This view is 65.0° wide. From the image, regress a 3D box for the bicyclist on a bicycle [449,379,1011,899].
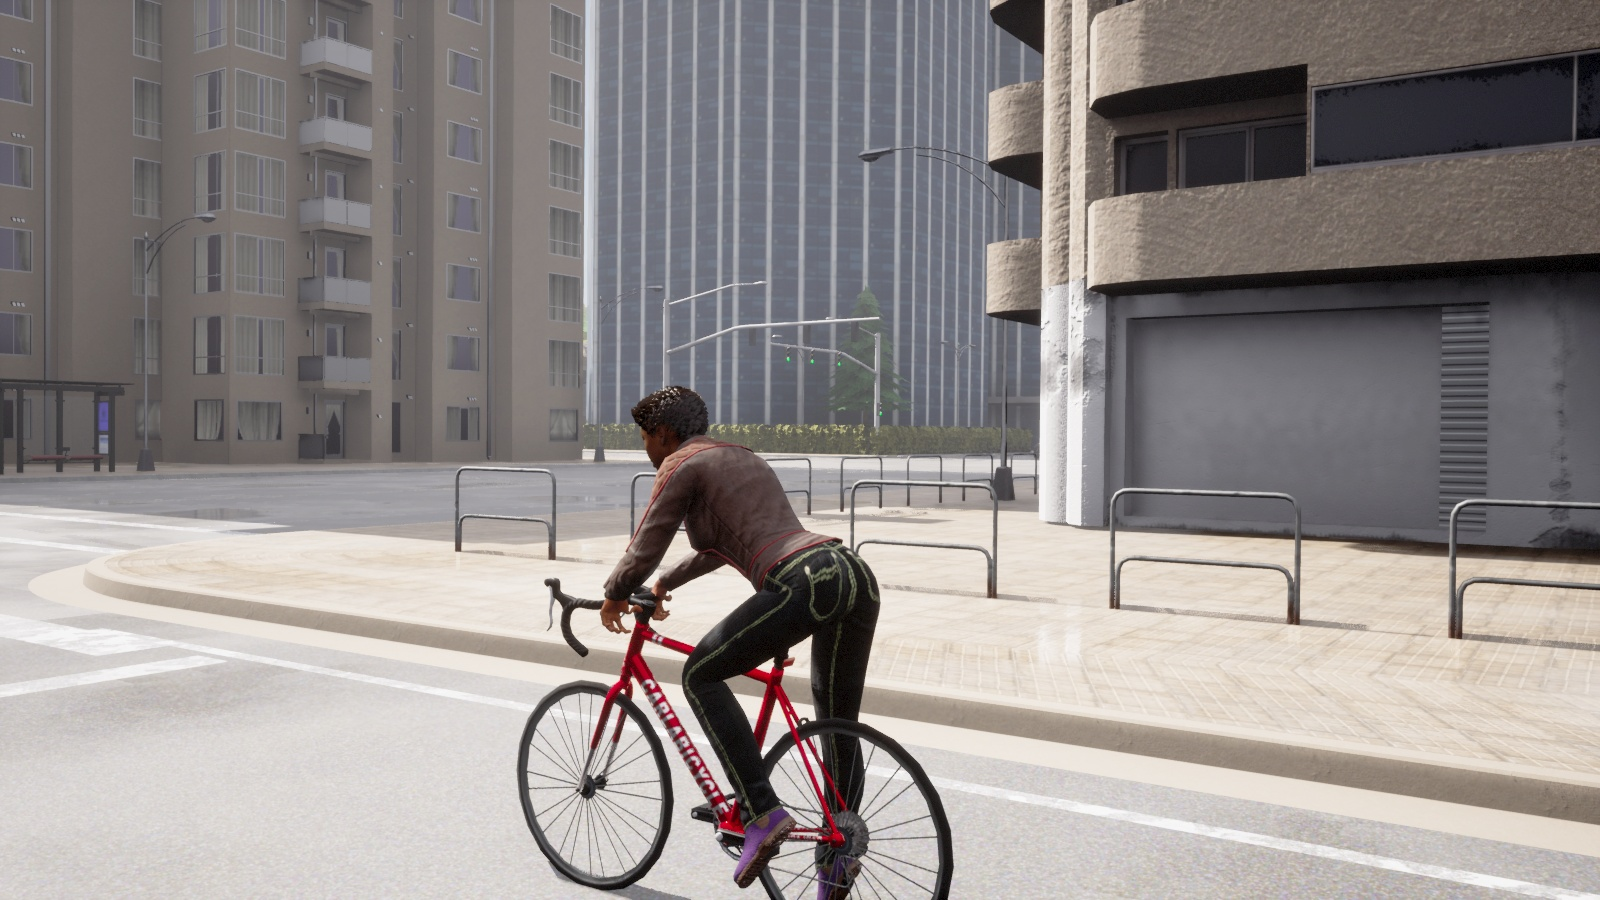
[{"bbox_3d":[-0.256,0.635,3.795,1.656,1.620,0.582,0,1,34],"label":"bicyclist on a bicycle"}]
